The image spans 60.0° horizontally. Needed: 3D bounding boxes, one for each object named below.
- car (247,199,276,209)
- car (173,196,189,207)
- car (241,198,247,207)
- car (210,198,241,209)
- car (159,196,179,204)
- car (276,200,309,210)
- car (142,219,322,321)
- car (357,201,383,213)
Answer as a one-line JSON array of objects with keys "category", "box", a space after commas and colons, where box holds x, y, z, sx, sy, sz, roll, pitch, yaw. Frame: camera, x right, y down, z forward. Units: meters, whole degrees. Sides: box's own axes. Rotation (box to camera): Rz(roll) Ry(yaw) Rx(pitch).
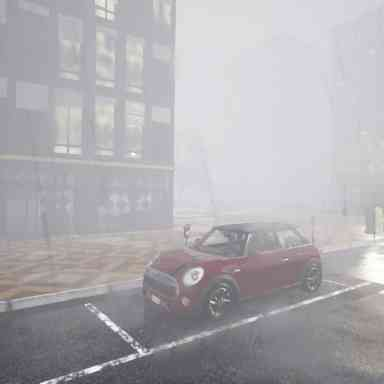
[{"category": "car", "box": [11.164, 1.799, 51.509, 1.887, 1.381, 4.507, 1, -1, -35]}, {"category": "car", "box": [-2.238, 1.733, 55.910, 1.887, 1.381, 4.507, 1, -1, -35]}, {"category": "car", "box": [7.881, 1.725, 56.133, 1.967, 1.590, 4.097, 1, -1, -35]}, {"category": "car", "box": [4.327, 1.677, 46.662, 2.008, 1.369, 4.403, 1, -1, -35]}, {"category": "car", "box": [-5.249, 1.724, 74.631, 2.192, 1.841, 5.009, 1, -1, -35]}, {"category": "car", "box": [14.445, 1.806, 46.884, 1.802, 1.307, 4.206, 1, -1, -35]}, {"category": "car", "box": [0.960, 1.442, 7.241, 4.097, 1.590, 1.967, 0, 1, -36]}, {"category": "car", "box": [21.011, 1.730, 37.637, 1.947, 1.339, 4.313, 1, -1, -35]}]
